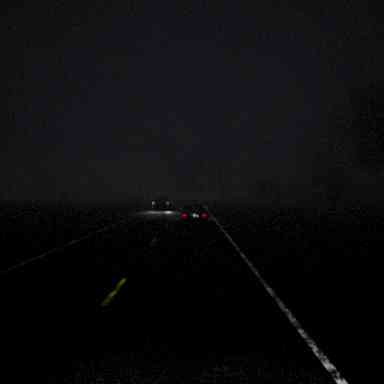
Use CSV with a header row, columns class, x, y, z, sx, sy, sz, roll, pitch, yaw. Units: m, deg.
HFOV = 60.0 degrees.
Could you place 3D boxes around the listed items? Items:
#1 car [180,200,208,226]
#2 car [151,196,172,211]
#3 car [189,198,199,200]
class,x,y,z,sx,sy,sz,roll,pitch,yaw
car,0.151,1.488,23.052,2.033,1.411,5.357,0,0,0
car,-3.488,1.252,38.878,2.097,1.767,4.553,0,0,0
car,0.190,1.458,41.578,1.994,1.385,4.181,0,0,0
